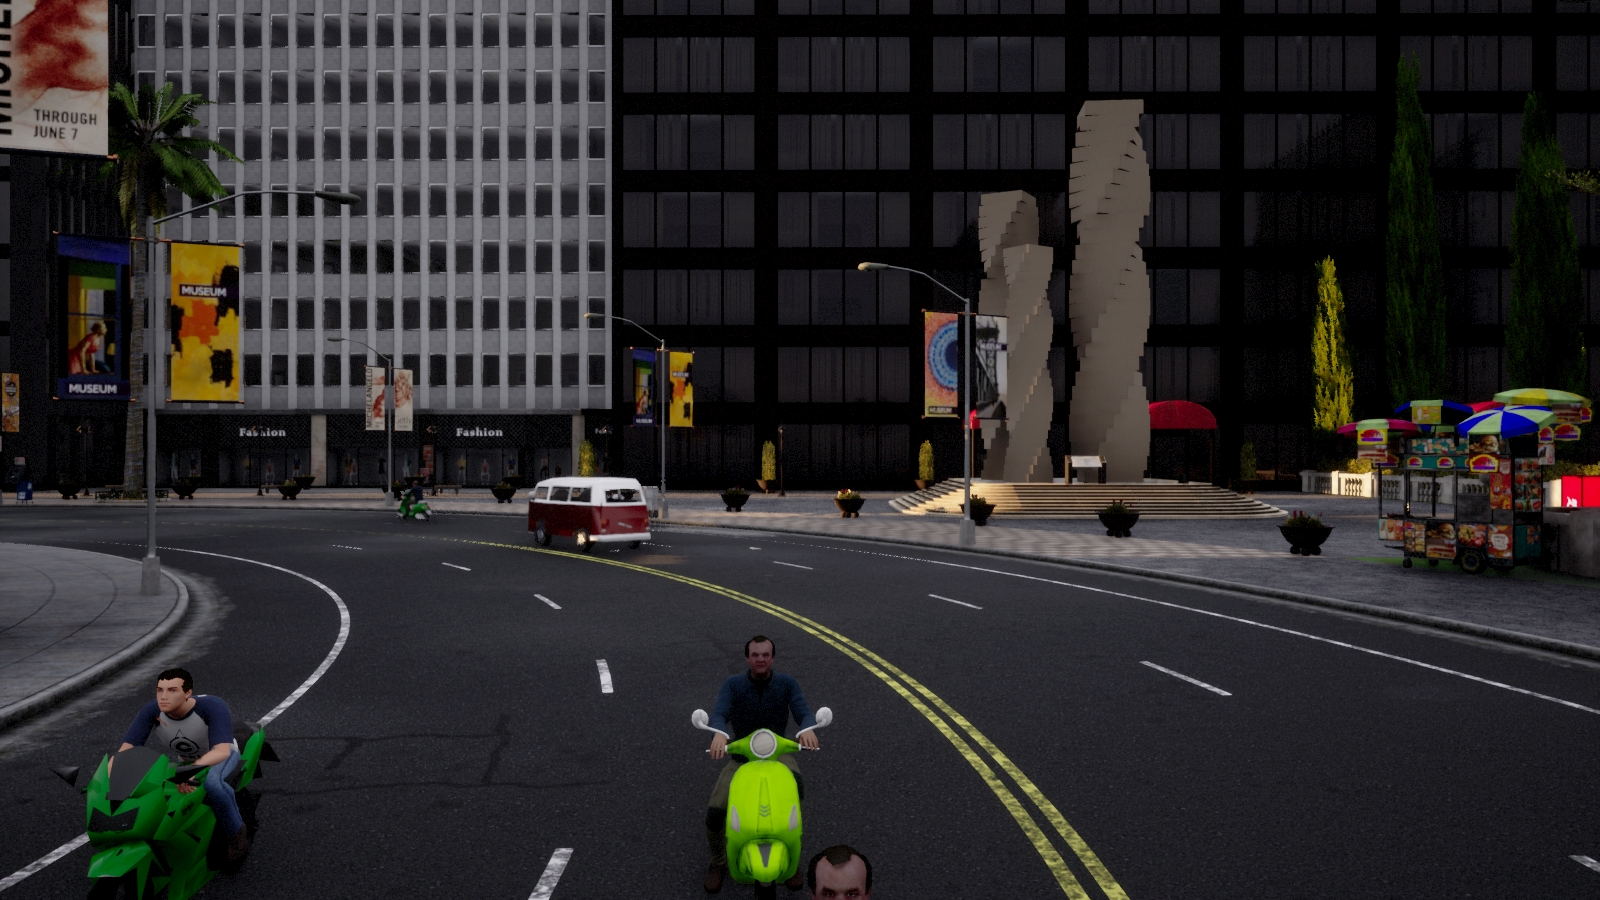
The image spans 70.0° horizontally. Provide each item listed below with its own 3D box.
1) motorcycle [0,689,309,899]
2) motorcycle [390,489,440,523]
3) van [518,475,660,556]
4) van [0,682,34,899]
[{"bbox_3d":[-3.697,2.213,6.785,0.803,1.145,2.033,0,0,-4],"label":"motorcycle"},{"bbox_3d":[-15.066,2.182,44.661,1.805,1.236,0.856,0,1,30],"label":"motorcycle"},{"bbox_3d":[-6.084,1.783,32.580,2.069,2.038,4.480,0,0,-39],"label":"van"},{"bbox_3d":[-3.531,1.783,1.506,2.069,2.038,4.480,0,0,-1],"label":"van"}]
